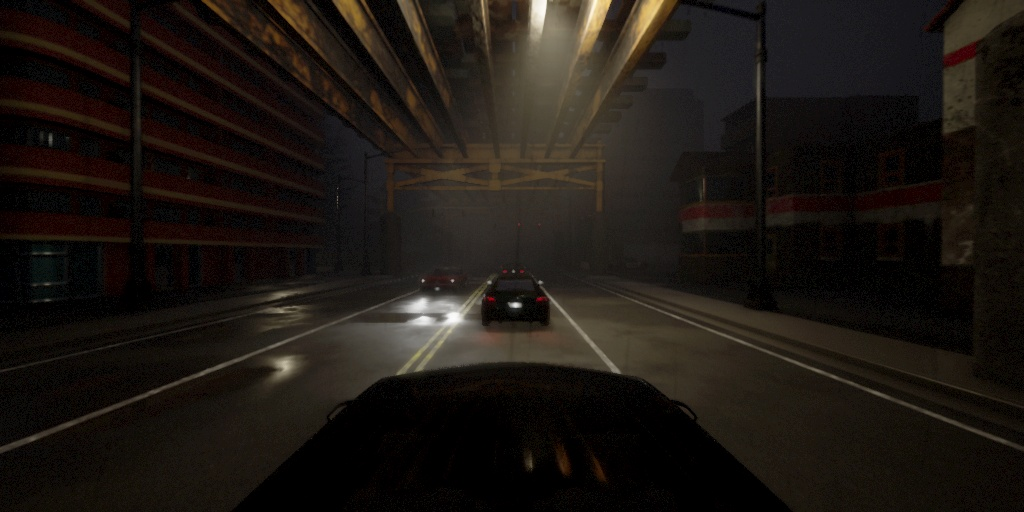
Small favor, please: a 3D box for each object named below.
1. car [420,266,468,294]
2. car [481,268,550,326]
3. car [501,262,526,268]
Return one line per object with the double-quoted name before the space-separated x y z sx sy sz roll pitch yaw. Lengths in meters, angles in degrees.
"car" -3.588 1.257 19.508 1.895 1.301 4.718 0 0 0
"car" 0.103 1.275 11.596 1.994 1.385 4.181 0 0 0
"car" 0.106 1.138 27.770 2.033 1.411 5.357 0 0 0
